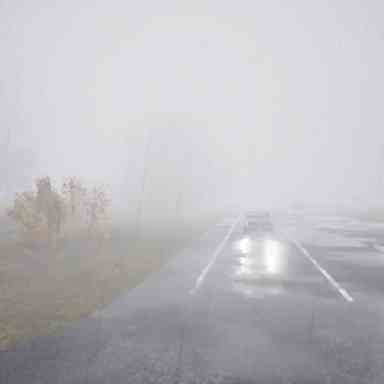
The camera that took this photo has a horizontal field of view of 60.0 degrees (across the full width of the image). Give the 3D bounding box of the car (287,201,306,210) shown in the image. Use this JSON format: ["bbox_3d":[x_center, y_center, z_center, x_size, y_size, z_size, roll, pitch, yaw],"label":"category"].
[{"bbox_3d":[17.320,2.184,54.115,2.128,1.511,4.902,-1,-1,10],"label":"car"}]

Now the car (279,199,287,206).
[{"bbox_3d":[22.164,2.543,80.772,1.837,1.490,4.892,-1,-1,10],"label":"car"}]

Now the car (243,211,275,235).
[{"bbox_3d":[4.241,1.905,21.202,1.895,1.301,4.718,-1,-1,10],"label":"car"}]

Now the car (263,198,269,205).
[{"bbox_3d":[20.718,2.752,93.019,2.128,1.511,4.902,-1,-1,13],"label":"car"}]
